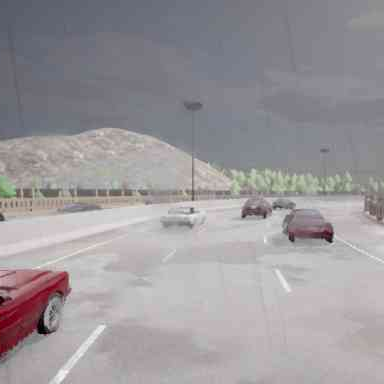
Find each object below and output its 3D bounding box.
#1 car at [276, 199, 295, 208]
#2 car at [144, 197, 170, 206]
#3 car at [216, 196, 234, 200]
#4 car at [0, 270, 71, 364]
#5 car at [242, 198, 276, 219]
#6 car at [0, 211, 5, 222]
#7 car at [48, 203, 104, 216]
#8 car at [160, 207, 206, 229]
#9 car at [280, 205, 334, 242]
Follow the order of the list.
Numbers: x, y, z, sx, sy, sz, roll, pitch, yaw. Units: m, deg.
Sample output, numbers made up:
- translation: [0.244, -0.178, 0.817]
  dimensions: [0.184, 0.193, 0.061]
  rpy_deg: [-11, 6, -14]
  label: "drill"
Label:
- translation: [11.672, 1.535, 42.415]
  dimensions: [2.033, 1.411, 5.357]
  rpy_deg: [0, 0, 31]
  label: "car"
- translation: [-5.054, 1.494, 48.432]
  dimensions: [1.837, 1.490, 4.892]
  rpy_deg: [0, -1, 28]
  label: "car"
- translation: [5.860, 1.484, 59.551]
  dimensions: [2.128, 1.511, 4.902]
  rpy_deg: [0, 0, 36]
  label: "car"
- translation: [-3.166, 1.600, 3.805]
  dimensions: [1.895, 1.301, 4.718]
  rpy_deg: [0, 0, 3]
  label: "car"
- translation: [5.892, 1.343, 29.720]
  dimensions: [2.097, 1.767, 4.553]
  rpy_deg: [0, 0, 21]
  label: "car"
- translation: [-12.172, 1.500, 17.500]
  dimensions: [1.837, 1.490, 4.892]
  rpy_deg: [0, 0, 11]
  label: "car"
- translation: [-7.595, 1.499, 22.158]
  dimensions: [1.837, 1.490, 4.892]
  rpy_deg: [0, 0, 14]
  label: "car"
- translation: [-0.409, 1.595, 21.460]
  dimensions: [1.895, 1.301, 4.718]
  rpy_deg: [0, 0, 14]
  label: "car"
- translation: [5.673, 1.559, 16.591]
  dimensions: [1.994, 1.385, 4.181]
  rpy_deg: [0, 0, 11]
  label: "car"
